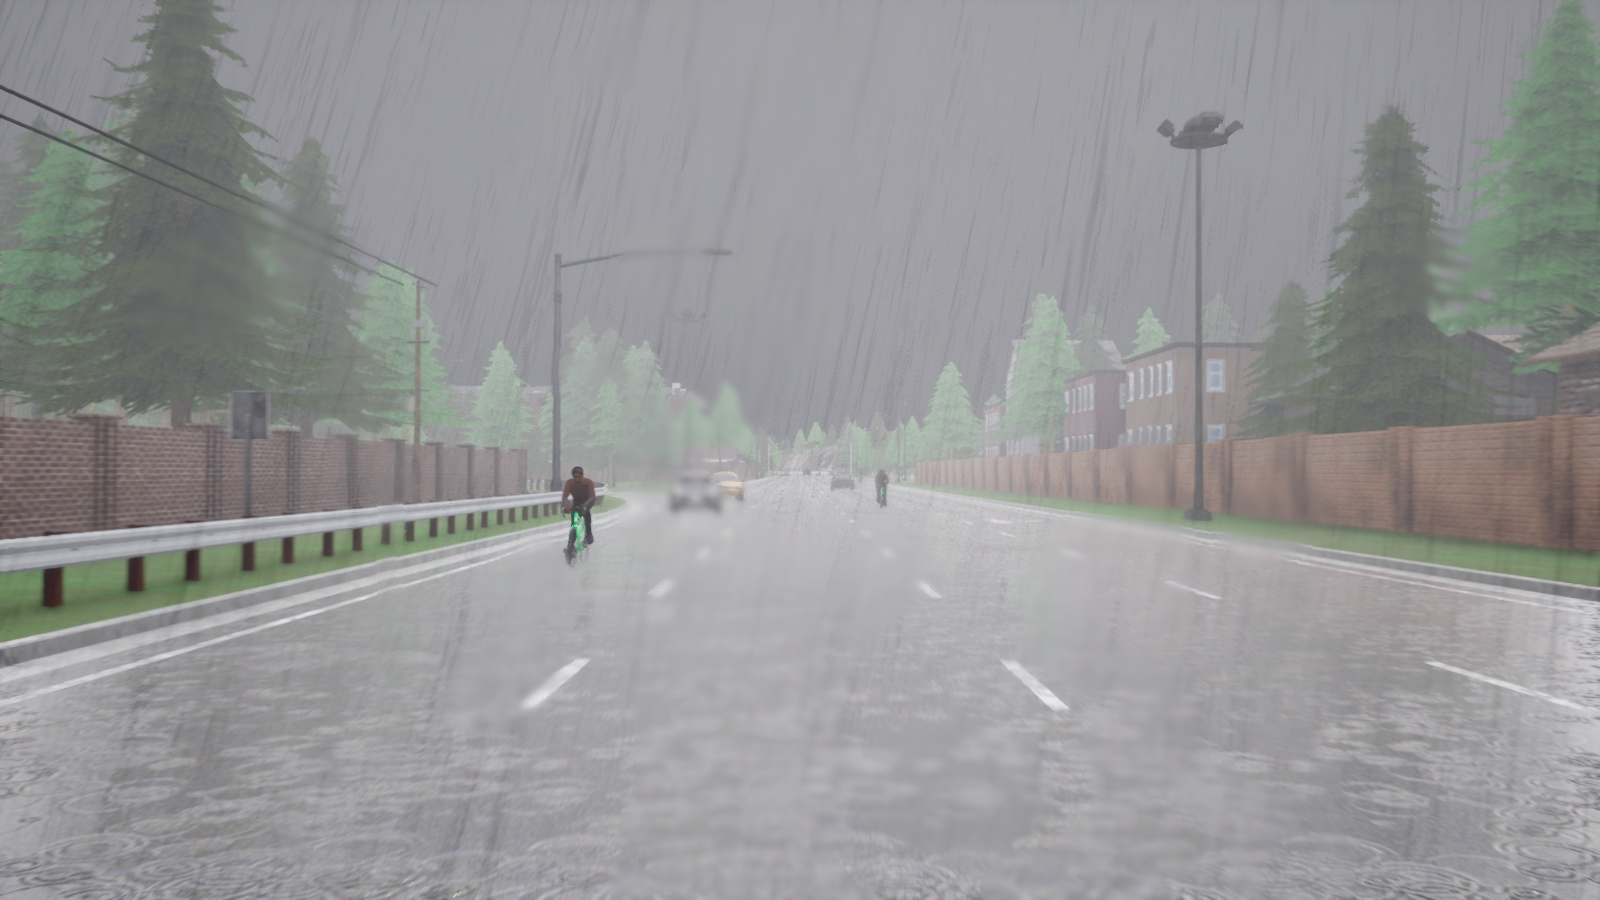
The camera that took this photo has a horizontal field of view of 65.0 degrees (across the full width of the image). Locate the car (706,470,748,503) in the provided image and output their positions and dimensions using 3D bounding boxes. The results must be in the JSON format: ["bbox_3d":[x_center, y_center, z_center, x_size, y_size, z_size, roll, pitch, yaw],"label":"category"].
[{"bbox_3d":[-3.655,1.825,63.339,1.801,1.575,5.366,0,-1,0],"label":"car"}]

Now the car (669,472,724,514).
[{"bbox_3d":[-3.858,1.583,47.227,1.970,1.475,3.806,0,-1,-4],"label":"car"}]

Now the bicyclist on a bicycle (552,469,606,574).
[{"bbox_3d":[-3.550,1.120,20.310,0.582,1.620,1.656,0,-1,0],"label":"bicyclist on a bicycle"}]
